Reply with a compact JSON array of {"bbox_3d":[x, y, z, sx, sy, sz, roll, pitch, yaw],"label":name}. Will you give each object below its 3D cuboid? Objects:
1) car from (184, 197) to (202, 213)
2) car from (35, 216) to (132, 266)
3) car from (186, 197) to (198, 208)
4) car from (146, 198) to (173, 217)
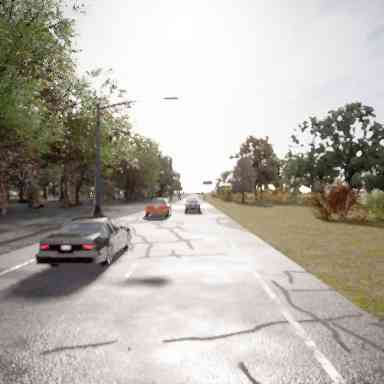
[{"bbox_3d":[0.106,1.563,37.972,2.033,1.411,5.357,0,0,0],"label":"car"},{"bbox_3d":[-3.398,1.552,11.490,2.033,1.411,5.357,0,0,0],"label":"car"},{"bbox_3d":[0.010,1.527,49.810,1.837,1.490,4.892,0,0,0],"label":"car"},{"bbox_3d":[-3.051,1.364,31.643,2.097,1.767,4.553,0,0,2],"label":"car"}]
